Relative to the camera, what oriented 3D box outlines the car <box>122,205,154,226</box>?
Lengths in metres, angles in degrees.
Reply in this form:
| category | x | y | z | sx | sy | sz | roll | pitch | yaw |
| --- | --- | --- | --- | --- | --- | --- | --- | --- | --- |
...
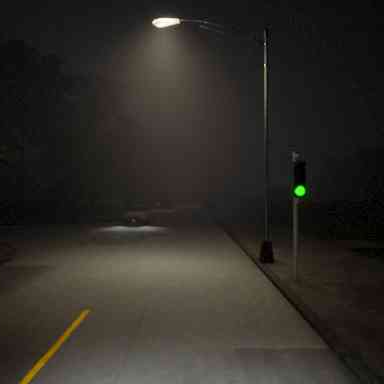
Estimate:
| category | x | y | z | sx | sy | sz | roll | pitch | yaw |
| --- | --- | --- | --- | --- | --- | --- | --- | --- | --- |
| car | -4.000 | 1.697 | 25.164 | 1.812 | 1.442 | 4.674 | 0 | 0 | 0 |

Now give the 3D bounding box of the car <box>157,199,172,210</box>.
| category | x | y | z | sx | sy | sz | roll | pitch | yaw |
| --- | --- | --- | --- | --- | --- | --- | --- | --- | --- |
| car | -4.004 | 1.783 | 49.269 | 1.837 | 1.490 | 4.892 | 0 | 0 | 0 |
